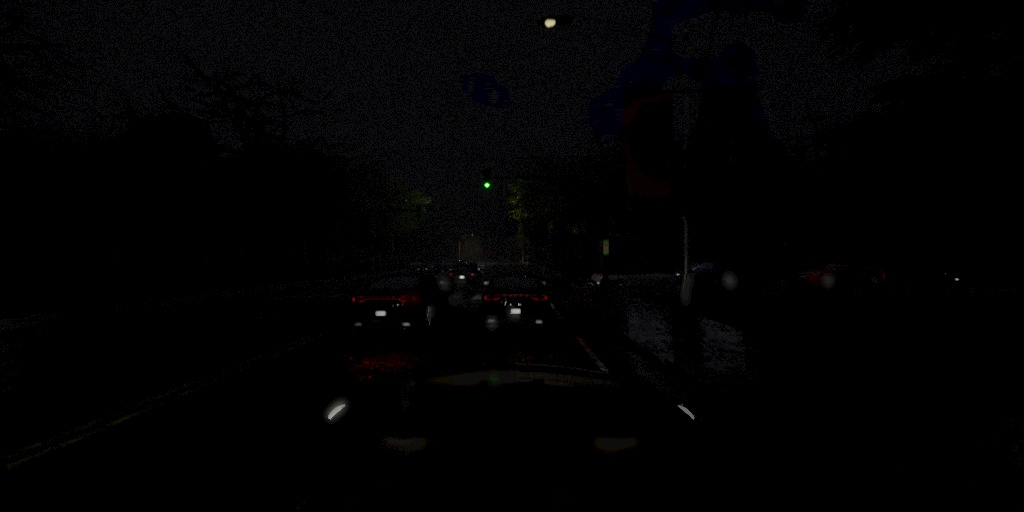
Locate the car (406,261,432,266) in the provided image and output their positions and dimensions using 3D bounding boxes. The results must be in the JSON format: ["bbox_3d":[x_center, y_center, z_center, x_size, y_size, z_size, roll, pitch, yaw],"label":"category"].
[{"bbox_3d":[-9.860,1.280,37.236,1.812,1.442,4.674,0,0,-1],"label":"car"}]

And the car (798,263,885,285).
[{"bbox_3d":[22.749,1.194,24.880,5.008,1.535,1.882,0,0,0],"label":"car"}]

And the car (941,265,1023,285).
[{"bbox_3d":[33.053,1.309,24.864,4.718,1.301,1.895,0,0,0],"label":"car"}]

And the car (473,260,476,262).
[{"bbox_3d":[-6.560,1.290,56.932,1.812,1.442,4.674,0,0,0],"label":"car"}]

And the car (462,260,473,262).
[{"bbox_3d":[-6.604,1.322,46.835,1.994,1.385,4.181,0,0,0],"label":"car"}]

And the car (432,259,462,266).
[{"bbox_3d":[-6.609,1.280,36.976,1.812,1.442,4.674,0,0,0],"label":"car"}]

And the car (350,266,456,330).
[{"bbox_3d":[-3.154,1.226,11.094,1.882,1.535,5.008,0,0,0],"label":"car"}]

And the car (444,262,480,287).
[{"bbox_3d":[-3.158,1.313,24.621,1.994,1.385,4.181,0,0,0],"label":"car"}]

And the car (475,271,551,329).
[{"bbox_3d":[0.097,1.227,11.339,1.882,1.535,5.008,0,0,0],"label":"car"}]

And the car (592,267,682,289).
[{"bbox_3d":[7.455,1.338,21.937,4.718,1.301,1.895,0,0,-6],"label":"car"}]

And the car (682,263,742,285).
[{"bbox_3d":[13.180,1.219,24.891,4.902,1.511,2.128,0,0,0],"label":"car"}]

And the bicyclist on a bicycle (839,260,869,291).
[{"bbox_3d":[18.124,1.029,19.026,0.582,1.620,1.656,0,0,0],"label":"bicyclist on a bicycle"}]

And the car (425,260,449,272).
[{"bbox_3d":[-9.847,1.250,47.343,2.128,1.511,4.902,0,0,0],"label":"car"}]
